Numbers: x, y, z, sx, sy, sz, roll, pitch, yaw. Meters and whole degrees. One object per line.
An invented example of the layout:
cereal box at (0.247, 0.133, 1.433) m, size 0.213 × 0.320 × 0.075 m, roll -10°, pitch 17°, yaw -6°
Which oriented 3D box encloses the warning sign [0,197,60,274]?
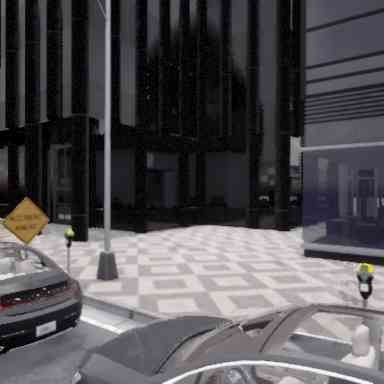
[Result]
warning sign at (-4.476, 1.070, 8.986) m, size 1.060 × 1.860 × 1.300 m, roll 0°, pitch 0°, yaw 36°

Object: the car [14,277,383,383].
car at (0.915, 1.548, 2.312) m, size 4.403 × 1.369 × 2.008 m, roll 0°, pitch 0°, yaw 36°

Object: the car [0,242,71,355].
car at (-3.659, 1.519, 5.575) m, size 4.403 × 1.369 × 2.008 m, roll 0°, pitch 0°, yaw 36°
